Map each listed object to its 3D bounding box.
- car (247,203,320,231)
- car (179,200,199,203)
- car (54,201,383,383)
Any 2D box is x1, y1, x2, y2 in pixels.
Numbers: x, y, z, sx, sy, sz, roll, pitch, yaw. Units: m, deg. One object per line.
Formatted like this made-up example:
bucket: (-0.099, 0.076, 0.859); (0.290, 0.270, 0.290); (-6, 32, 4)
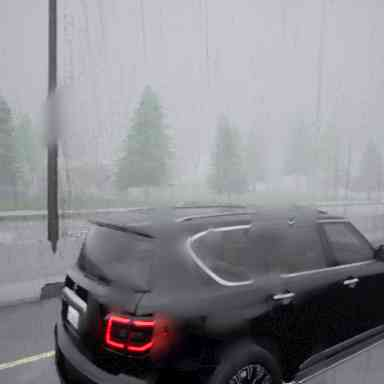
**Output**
car: (5.875, 1.500, 21.079); (4.892, 1.490, 1.837); (0, 0, -35)
car: (1.817, 1.487, 26.782); (4.902, 1.511, 2.128); (0, 0, -35)
car: (1.113, 1.220, 4.555); (5.566, 2.045, 2.150); (0, 0, -35)
